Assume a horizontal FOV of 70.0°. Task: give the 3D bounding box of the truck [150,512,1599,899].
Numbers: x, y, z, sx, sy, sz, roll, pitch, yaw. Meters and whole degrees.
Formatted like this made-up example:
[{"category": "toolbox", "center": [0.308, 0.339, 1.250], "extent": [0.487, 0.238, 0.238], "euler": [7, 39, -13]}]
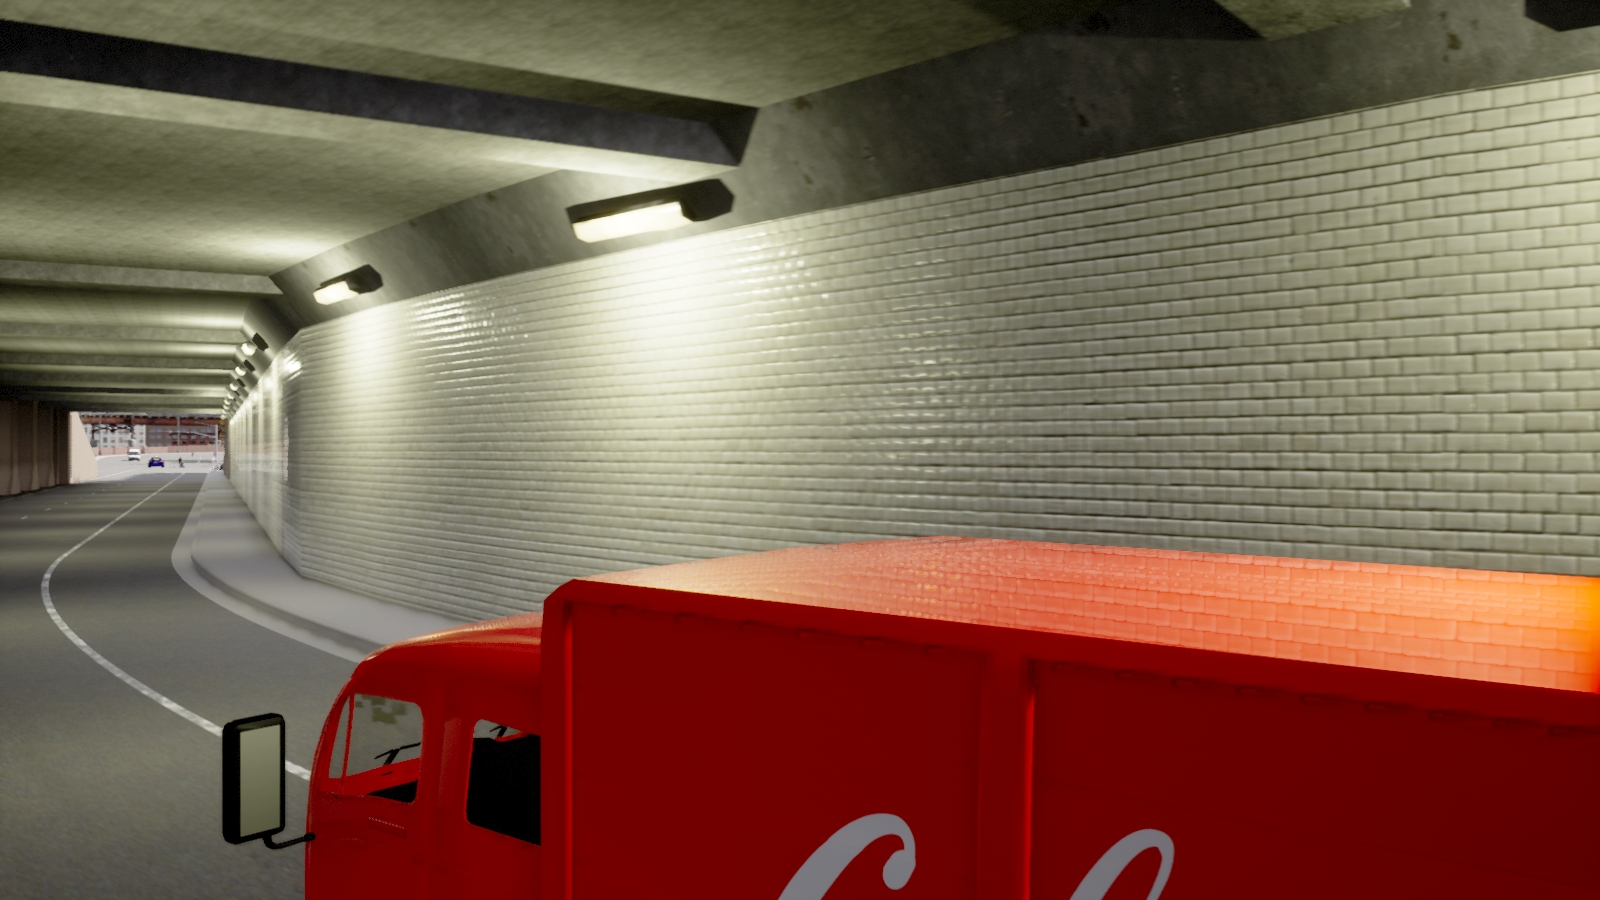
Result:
[{"category": "truck", "center": [0.536, 1.569, 3.508], "extent": [5.204, 2.467, 2.627], "euler": [0, 0, 38]}]
